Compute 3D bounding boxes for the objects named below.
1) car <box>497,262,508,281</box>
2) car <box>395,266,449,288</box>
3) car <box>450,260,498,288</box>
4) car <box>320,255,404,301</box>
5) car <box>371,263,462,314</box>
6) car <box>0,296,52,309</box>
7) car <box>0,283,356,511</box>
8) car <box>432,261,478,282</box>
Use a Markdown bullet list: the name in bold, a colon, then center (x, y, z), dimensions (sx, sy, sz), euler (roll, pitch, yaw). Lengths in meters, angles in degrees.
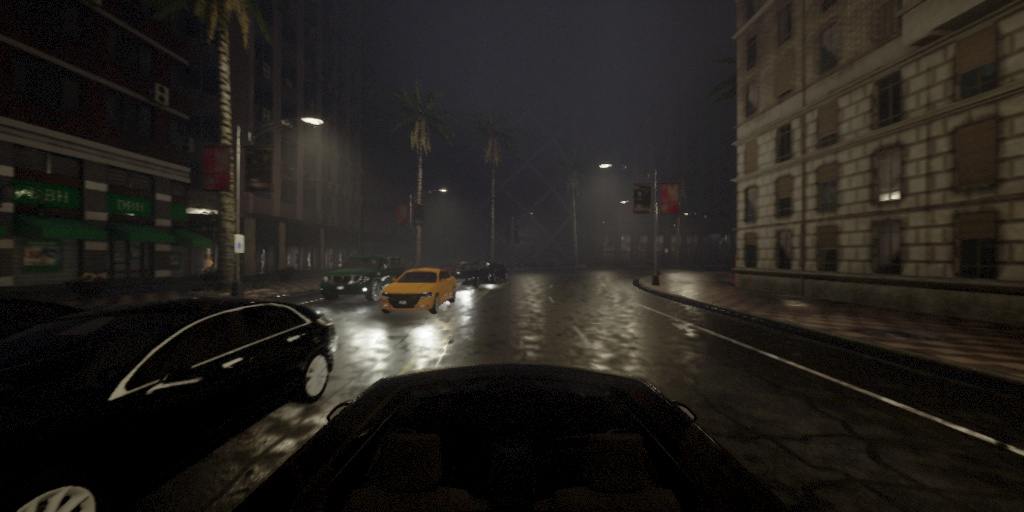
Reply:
- **car**: center (-1.709, 1.273, 28.059), dimensions (1.837, 1.490, 4.892), euler (0, 3, 16)
- **car**: center (-6.120, 1.387, 24.991), dimensions (1.895, 1.301, 4.718), euler (0, 0, 10)
- **car**: center (-2.733, 1.097, 23.982), dimensions (2.128, 1.511, 4.902), euler (0, 7, 10)
- **car**: center (-6.840, 0.949, 17.324), dimensions (2.150, 2.045, 5.566), euler (0, 0, 3)
- **car**: center (-3.430, 1.217, 13.984), dimensions (1.882, 1.535, 5.008), euler (0, 0, 2)
- **car**: center (-7.081, 1.198, 3.734), dimensions (1.882, 1.535, 5.008), euler (0, 0, 0)
- **car**: center (-3.580, 1.241, 3.543), dimensions (1.837, 1.490, 4.892), euler (0, 0, 0)
- **car**: center (-4.676, 1.218, 30.410), dimensions (1.882, 1.535, 5.008), euler (0, 1, 17)
